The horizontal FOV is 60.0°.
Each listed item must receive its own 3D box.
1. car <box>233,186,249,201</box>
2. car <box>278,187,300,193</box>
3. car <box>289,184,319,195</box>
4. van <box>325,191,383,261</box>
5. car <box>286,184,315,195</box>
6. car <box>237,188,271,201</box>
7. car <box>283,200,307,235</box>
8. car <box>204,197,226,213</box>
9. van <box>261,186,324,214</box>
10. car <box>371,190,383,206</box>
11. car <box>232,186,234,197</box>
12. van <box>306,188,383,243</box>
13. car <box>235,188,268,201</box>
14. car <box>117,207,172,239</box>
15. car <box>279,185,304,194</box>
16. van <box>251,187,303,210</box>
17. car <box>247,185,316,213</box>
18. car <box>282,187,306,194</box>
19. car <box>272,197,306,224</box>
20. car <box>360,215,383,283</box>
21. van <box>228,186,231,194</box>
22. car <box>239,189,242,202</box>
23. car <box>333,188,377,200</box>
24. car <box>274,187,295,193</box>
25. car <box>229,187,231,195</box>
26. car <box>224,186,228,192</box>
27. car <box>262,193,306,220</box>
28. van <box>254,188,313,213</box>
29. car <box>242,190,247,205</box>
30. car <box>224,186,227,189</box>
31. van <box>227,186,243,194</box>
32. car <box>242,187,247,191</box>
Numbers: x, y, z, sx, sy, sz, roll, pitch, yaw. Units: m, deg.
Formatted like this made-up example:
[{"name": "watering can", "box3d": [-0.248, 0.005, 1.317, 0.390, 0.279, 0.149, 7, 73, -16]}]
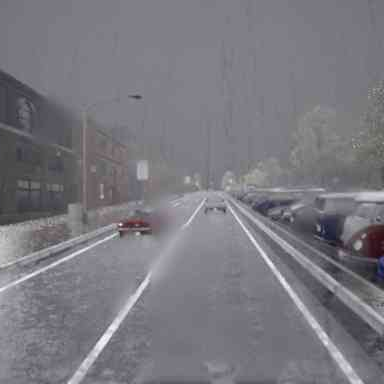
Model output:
[{"name": "car", "box3d": [8.451, 0.371, 42.251, 5.566, 2.045, 2.435, -1, 1, 4]}, {"name": "car", "box3d": [24.330, -0.482, 83.488, 4.792, 1.488, 2.163, -1, 1, 4]}, {"name": "car", "box3d": [23.361, -0.498, 69.719, 5.566, 2.045, 2.435, -1, 1, 4]}, {"name": "van", "box3d": [6.157, 1.025, 8.692, 4.442, 1.987, 1.878, -1, 1, 4]}, {"name": "car", "box3d": [23.535, -0.552, 72.374, 5.566, 2.045, 2.435, -1, 1, 4]}, {"name": "car", "box3d": [8.819, 0.382, 47.847, 4.553, 1.767, 2.185, -1, 1, 4]}, {"name": "car", "box3d": [6.677, 1.197, 14.278, 4.792, 1.488, 2.163, -1, 1, 4]}, {"name": "car", "box3d": [2.107, 1.106, 30.352, 1.895, 1.301, 4.718, -1, 1, 4]}, {"name": "van", "box3d": [7.311, 0.792, 22.667, 4.442, 1.987, 1.878, -1, 1, 4]}, {"name": "car", "box3d": [20.986, 0.522, 33.482, 4.792, 1.488, 2.163, -1, 1, 4]}, {"name": "car", "box3d": [8.635, 0.314, 45.048, 5.566, 2.045, 2.435, -1, 1, 4]}, {"name": "van", "box3d": [6.574, 0.980, 11.472, 4.442, 1.987, 1.878, -1, 1, 4]}, {"name": "car", "box3d": [9.003, 0.325, 50.644, 4.553, 1.767, 2.185, -1, 1, 4]}, {"name": "car", "box3d": [-2.189, 1.428, 16.348, 1.895, 1.301, 4.718, -1, 1, 4]}, {"name": "car", "box3d": [24.084, -0.712, 80.710, 5.566, 2.045, 2.435, -1, 1, 4]}, {"name": "van", "box3d": [7.862, 0.621, 31.055, 4.442, 1.987, 1.878, -1, 1, 4]}, {"name": "car", "box3d": [7.349, 0.713, 25.470, 5.566, 2.045, 2.435, -1, 1, 4]}, {"name": "car", "box3d": [23.930, -0.409, 77.933, 5.008, 1.535, 2.097, -1, 1, 4]}, {"name": "car", "box3d": [6.830, 1.161, 17.081, 4.674, 1.452, 2.002, -1, 1, 4]}, {"name": "car", "box3d": [6.089, 1.284, 5.886, 5.008, 1.535, 2.097, -1, 1, 4]}, {"name": "van", "box3d": [10.018, -0.115, 67.427, 4.442, 1.987, 1.878, -1, 1, 4]}, {"name": "car", "box3d": [8.300, 0.719, 39.458, 4.674, 1.452, 2.002, -1, 1, 4]}, {"name": "car", "box3d": [21.748, 0.267, 44.557, 4.892, 1.521, 2.231, -1, 1, 4]}, {"name": "car", "box3d": [24.661, -0.606, 89.047, 5.008, 1.535, 2.097, -1, 1, 4]}, {"name": "car", "box3d": [9.583, 0.279, 59.034, 5.008, 1.535, 2.097, -1, 1, 4]}, {"name": "car", "box3d": [11.030, -0.137, 81.408, 4.792, 1.488, 2.163, -1, 1, 4]}, {"name": "car", "box3d": [7.022, 1.072, 19.877, 4.892, 1.521, 2.231, -1, 1, 4]}, {"name": "van", "box3d": [7.678, 0.678, 28.258, 4.442, 1.987, 1.878, -1, 1, 4]}, {"name": "car", "box3d": [7.928, 0.794, 33.864, 4.892, 1.521, 2.231, -1, 1, 4]}, {"name": "car", "box3d": [11.238, -0.216, 84.197, 4.892, 1.521, 2.231, -1, 1, 4]}, {"name": "van", "box3d": [11.906, -0.589, 92.580, 4.442, 1.987, 1.878, -1, 1, 4]}, {"name": "car", "box3d": [8.146, 0.609, 36.656, 4.553, 1.767, 2.185, -1, 1, 4]}]
